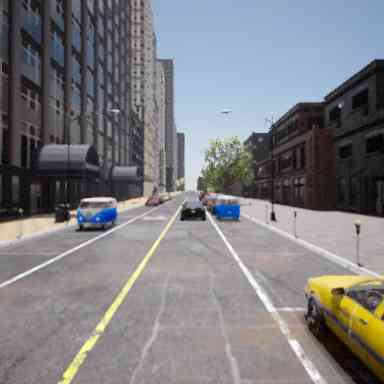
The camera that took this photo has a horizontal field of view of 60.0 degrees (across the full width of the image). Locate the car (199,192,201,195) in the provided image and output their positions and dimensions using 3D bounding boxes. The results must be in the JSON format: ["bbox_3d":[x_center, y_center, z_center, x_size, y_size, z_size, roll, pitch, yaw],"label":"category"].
[{"bbox_3d":[2.704,0.968,70.169,2.192,1.841,5.009,1,0,0],"label":"car"}]

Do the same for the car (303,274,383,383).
[{"bbox_3d":[2.701,1.510,3.786,1.752,1.417,4.829,1,0,0],"label":"car"}]

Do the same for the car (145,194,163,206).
[{"bbox_3d":[-5.680,1.357,47.985,1.802,1.307,4.206,1,0,0],"label":"car"}]

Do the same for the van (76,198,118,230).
[{"bbox_3d":[-5.676,1.253,20.254,1.690,1.788,3.998,1,0,0],"label":"van"}]

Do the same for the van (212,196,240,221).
[{"bbox_3d":[2.704,1.227,25.801,1.690,1.788,3.998,1,0,0],"label":"van"}]

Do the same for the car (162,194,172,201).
[{"bbox_3d":[-5.680,1.187,75.716,1.947,1.339,4.313,1,0,0],"label":"car"}]

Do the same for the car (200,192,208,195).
[{"bbox_3d":[2.702,1.240,59.248,1.752,1.417,4.829,1,0,0],"label":"car"}]

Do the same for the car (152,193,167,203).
[{"bbox_3d":[-5.676,1.061,53.530,2.192,1.841,5.009,1,0,0],"label":"car"}]

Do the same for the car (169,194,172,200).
[{"bbox_3d":[-5.679,1.180,69.998,1.752,1.417,4.829,1,0,0],"label":"car"}]

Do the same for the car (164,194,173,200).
[{"bbox_3d":[-5.679,1.115,81.091,1.752,1.417,4.829,1,0,0],"label":"car"}]

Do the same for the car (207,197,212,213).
[{"bbox_3d":[2.701,1.425,31.348,1.947,1.339,4.313,1,0,0],"label":"car"}]

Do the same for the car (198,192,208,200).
[{"bbox_3d":[2.705,0.904,81.262,2.192,1.841,5.009,1,0,0],"label":"car"}]

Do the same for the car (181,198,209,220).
[{"bbox_3d":[0.100,1.444,27.080,1.994,1.385,4.181,0,0,0],"label":"car"}]

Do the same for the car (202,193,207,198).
[{"bbox_3d":[2.701,1.320,47.987,1.887,1.381,4.507,1,0,0],"label":"car"}]

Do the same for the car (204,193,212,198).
[{"bbox_3d":[2.702,1.272,36.893,1.967,1.590,4.097,1,0,0],"label":"car"}]

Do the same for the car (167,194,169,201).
[{"bbox_3d":[-5.679,1.242,58.906,1.752,1.417,4.829,1,0,0],"label":"car"}]

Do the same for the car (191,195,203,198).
[{"bbox_3d":[0.100,1.389,45.446,1.895,1.301,4.718,0,0,0],"label":"car"}]

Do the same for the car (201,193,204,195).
[{"bbox_3d":[2.701,1.328,53.533,1.802,1.307,4.206,1,0,0],"label":"car"}]
